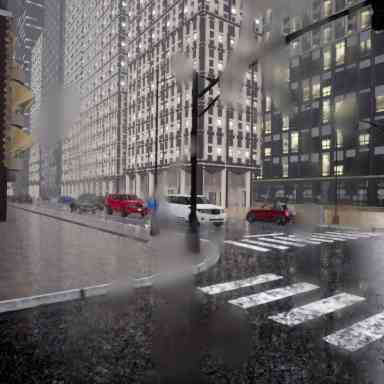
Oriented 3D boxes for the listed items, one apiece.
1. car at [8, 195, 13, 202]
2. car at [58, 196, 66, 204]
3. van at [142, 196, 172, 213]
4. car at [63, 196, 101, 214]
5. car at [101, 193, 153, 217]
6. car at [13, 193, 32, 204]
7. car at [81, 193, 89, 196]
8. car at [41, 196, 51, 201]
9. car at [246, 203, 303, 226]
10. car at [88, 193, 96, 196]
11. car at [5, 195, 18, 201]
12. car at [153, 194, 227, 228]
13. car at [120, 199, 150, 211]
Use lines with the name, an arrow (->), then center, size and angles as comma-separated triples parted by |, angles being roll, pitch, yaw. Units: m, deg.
car -> -37.029, 1.396, 69.762 | 1.947, 1.339, 4.313 | 1, -1, -35
car -> -22.558, 1.436, 59.385 | 1.882, 1.535, 5.008 | 1, -1, -35
van -> -4.028, 1.382, 37.773 | 1.690, 1.788, 3.998 | 1, -1, -35
car -> -10.863, 1.427, 32.920 | 2.008, 1.369, 4.403 | 1, -1, -35
car -> -6.069, 1.155, 30.649 | 2.150, 2.045, 5.566 | 1, -1, -35
car -> -30.483, 1.155, 60.554 | 2.192, 1.841, 5.009 | 1, -1, -35
car -> -18.503, 1.248, 58.877 | 2.150, 2.045, 5.566 | 1, -1, -35
car -> -36.740, 1.570, 83.823 | 1.802, 1.307, 4.206 | 1, -1, -35
car -> 5.783, 1.505, 23.956 | 1.967, 1.590, 4.097 | 1, -1, -35
car -> -14.412, 1.380, 53.123 | 2.097, 1.767, 4.553 | 1, -1, -35
car -> -40.299, 1.377, 74.367 | 2.008, 1.369, 4.403 | 1, -1, -35
car -> -0.096, 1.170, 22.241 | 2.150, 2.045, 5.566 | 1, -1, -35
car -> -7.302, 1.584, 42.376 | 2.008, 1.369, 4.403 | 1, -1, -35
